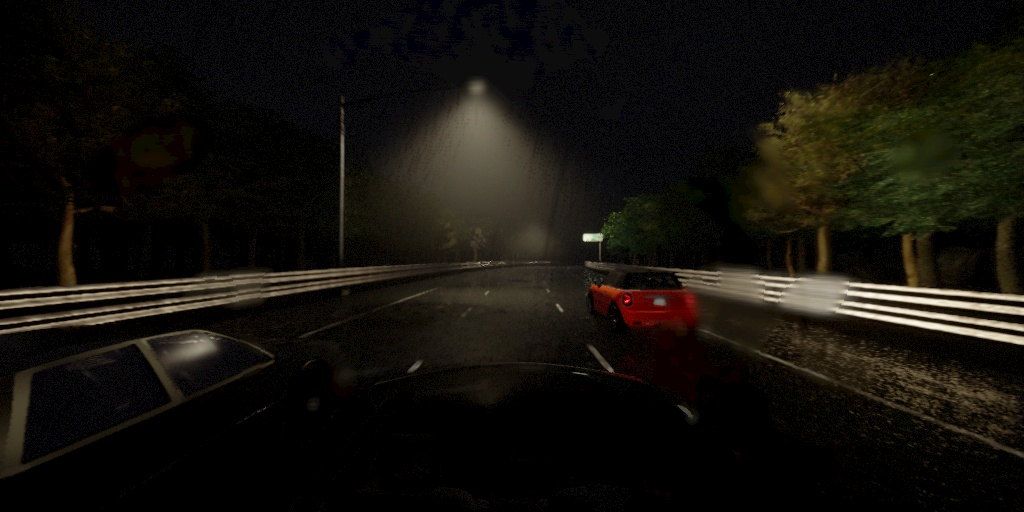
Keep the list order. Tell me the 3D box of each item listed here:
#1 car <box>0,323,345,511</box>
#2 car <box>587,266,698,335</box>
[{"bbox_3d":[-3.410,1.282,2.878,2.033,1.411,5.357,0,0,0],"label":"car"},{"bbox_3d":[3.699,1.163,10.993,2.097,1.767,4.553,0,0,1],"label":"car"}]
